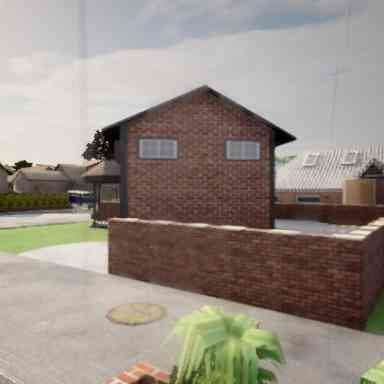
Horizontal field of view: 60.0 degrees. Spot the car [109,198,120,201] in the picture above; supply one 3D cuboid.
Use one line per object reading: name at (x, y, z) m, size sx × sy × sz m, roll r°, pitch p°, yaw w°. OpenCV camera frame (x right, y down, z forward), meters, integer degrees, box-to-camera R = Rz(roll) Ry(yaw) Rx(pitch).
car at (-8.823, 1.433, 40.105) m, size 2.128 × 1.511 × 4.902 m, roll 0°, pitch 0°, yaw 36°
